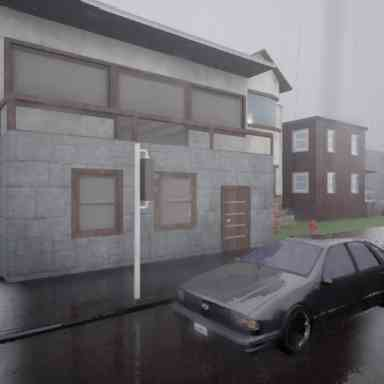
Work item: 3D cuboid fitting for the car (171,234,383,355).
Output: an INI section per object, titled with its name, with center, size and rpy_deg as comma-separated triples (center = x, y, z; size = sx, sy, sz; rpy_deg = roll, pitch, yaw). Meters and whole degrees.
[car]
center = 2.261, 1.547, 6.286
size = 5.357, 1.411, 2.033
rpy_deg = 0, 0, -37
